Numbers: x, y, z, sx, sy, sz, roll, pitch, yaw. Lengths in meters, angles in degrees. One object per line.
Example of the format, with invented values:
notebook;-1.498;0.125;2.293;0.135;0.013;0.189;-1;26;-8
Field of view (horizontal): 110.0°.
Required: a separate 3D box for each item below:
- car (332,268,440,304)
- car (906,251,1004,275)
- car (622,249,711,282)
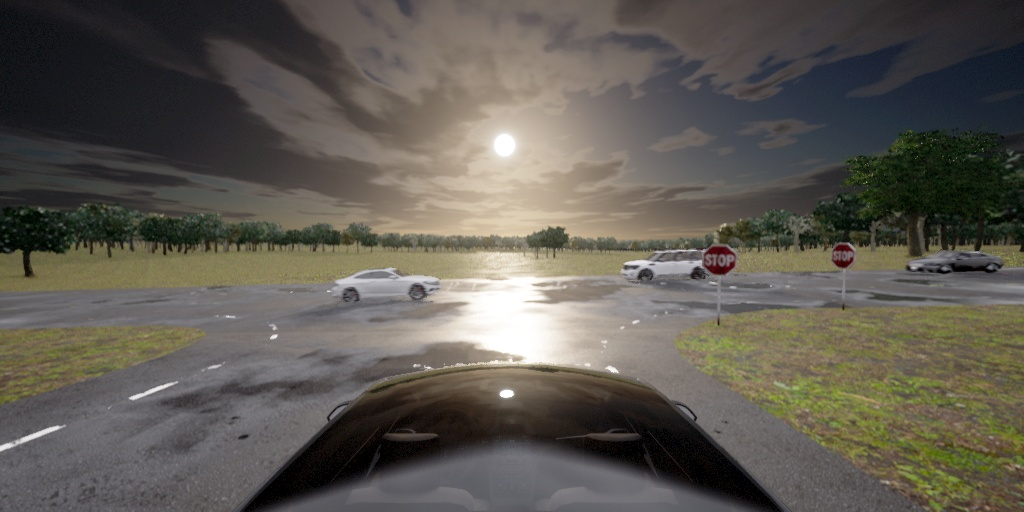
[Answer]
car;-5.619;1.263;16.178;4.674;1.442;1.812;-3;0;0
car;28.529;0.429;23.205;4.902;1.511;2.128;-2;2;0
car;10.012;0.633;23.177;5.566;2.045;2.150;-2;2;0
